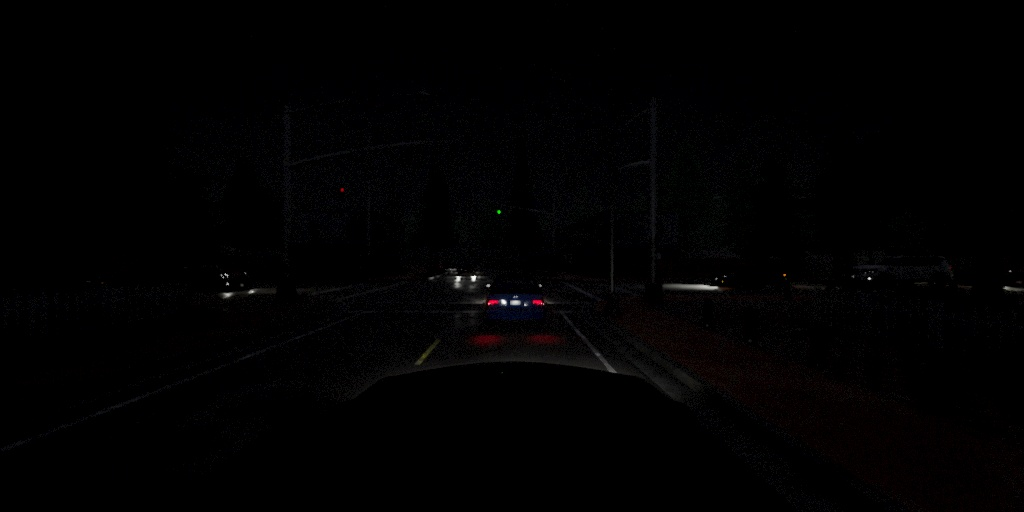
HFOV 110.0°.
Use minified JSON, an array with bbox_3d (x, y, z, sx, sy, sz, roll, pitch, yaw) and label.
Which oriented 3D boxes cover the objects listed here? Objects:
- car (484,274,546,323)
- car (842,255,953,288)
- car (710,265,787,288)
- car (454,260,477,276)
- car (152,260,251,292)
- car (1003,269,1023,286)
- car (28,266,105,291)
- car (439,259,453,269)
[{"bbox_3d":[0.080,1.304,12.145,2.033,1.411,5.357,0,0,0],"label":"car"},{"bbox_3d":[24.693,0.970,23.079,5.566,2.045,2.150,0,0,2],"label":"car"},{"bbox_3d":[15.328,1.313,23.362,4.181,1.385,1.994,0,0,2],"label":"car"},{"bbox_3d":[-4.759,1.244,37.882,1.837,1.490,4.892,0,0,-6],"label":"car"},{"bbox_3d":[-17.705,1.099,20.640,4.553,1.767,2.097,0,0,2],"label":"car"},{"bbox_3d":[34.538,1.100,22.767,4.553,1.767,2.097,0,0,2],"label":"car"},{"bbox_3d":[-26.597,1.311,20.909,4.181,1.385,1.994,0,0,2],"label":"car"},{"bbox_3d":[-9.672,1.300,57.574,2.033,1.411,5.357,0,0,-23],"label":"car"}]
